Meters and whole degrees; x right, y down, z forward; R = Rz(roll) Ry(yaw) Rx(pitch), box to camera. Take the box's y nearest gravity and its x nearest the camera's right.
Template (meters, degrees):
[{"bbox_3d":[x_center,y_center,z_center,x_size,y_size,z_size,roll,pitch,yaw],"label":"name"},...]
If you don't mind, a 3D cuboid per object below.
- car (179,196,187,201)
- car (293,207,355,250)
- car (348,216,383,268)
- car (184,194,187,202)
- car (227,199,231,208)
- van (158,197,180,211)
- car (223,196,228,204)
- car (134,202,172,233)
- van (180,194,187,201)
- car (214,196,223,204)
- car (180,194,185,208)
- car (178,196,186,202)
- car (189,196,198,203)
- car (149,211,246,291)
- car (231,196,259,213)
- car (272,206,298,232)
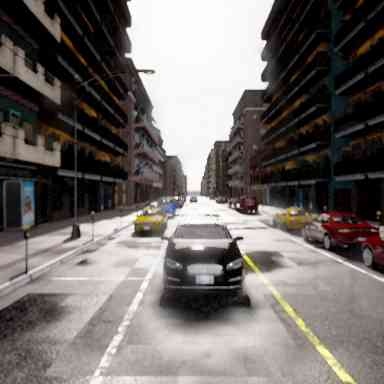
[{"bbox_3d":[-2.353,1.792,87.723,1.802,1.307,4.206,0,0,0],"label":"car"},{"bbox_3d":[6.044,1.552,14.102,1.887,1.381,4.507,0,0,0],"label":"car"},{"bbox_3d":[6.046,1.549,8.437,1.887,1.381,4.507,0,0,0],"label":"car"},{"bbox_3d":[-2.348,1.644,64.907,1.752,1.417,4.829,0,0,0],"label":"car"},{"bbox_3d":[6.038,1.607,42.407,2.008,1.369,4.403,0,0,0],"label":"car"},{"bbox_3d":[-2.341,1.371,31.106,1.690,1.788,3.998,0,0,0],"label":"van"},{"bbox_3d":[6.037,1.620,48.068,2.008,1.369,4.403,0,0,0],"label":"car"},{"bbox_3d":[-2.337,1.537,19.612,1.752,1.417,4.829,0,0,0],"label":"car"},{"bbox_3d":[-2.356,1.578,93.387,1.690,1.788,3.998,0,0,0],"label":"van"},{"bbox_3d":[6.032,1.559,65.054,1.967,1.590,4.097,0,0,0],"label":"car"},{"bbox_3d":[-2.344,1.510,48.091,1.967,1.590,4.097,0,0,0],"label":"car"},{"bbox_3d":[-2.352,1.767,82.062,1.802,1.307,4.206,0,0,0],"label":"car"},{"bbox_3d":[0.345,1.673,72.892,1.812,1.442,4.674,0,0,0],"label":"car"},{"bbox_3d":[0.258,1.496,9.130,2.128,1.511,4.902,0,0,0],"label":"car"},{"bbox_3d":[6.038,1.357,36.745,2.192,1.841,5.009,0,0,0],"label":"car"},{"bbox_3d":[6.043,1.538,19.931,1.752,1.417,4.829,0,0,0],"label":"car"}]
